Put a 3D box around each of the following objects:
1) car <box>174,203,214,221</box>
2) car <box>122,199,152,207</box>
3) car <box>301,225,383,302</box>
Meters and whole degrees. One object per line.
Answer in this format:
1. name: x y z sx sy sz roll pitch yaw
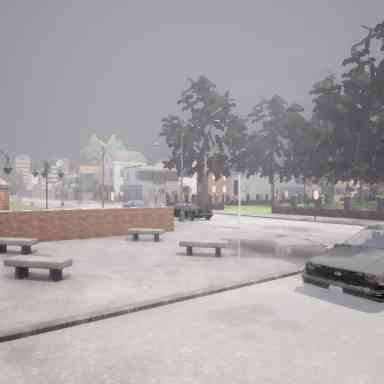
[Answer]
1. car: -0.302 1.601 27.379 1.895 1.301 4.718 0 0 -35
2. car: -5.825 1.526 35.192 1.812 1.442 4.674 0 0 -35
3. car: 5.040 1.547 8.192 5.357 1.411 2.033 0 0 -35
